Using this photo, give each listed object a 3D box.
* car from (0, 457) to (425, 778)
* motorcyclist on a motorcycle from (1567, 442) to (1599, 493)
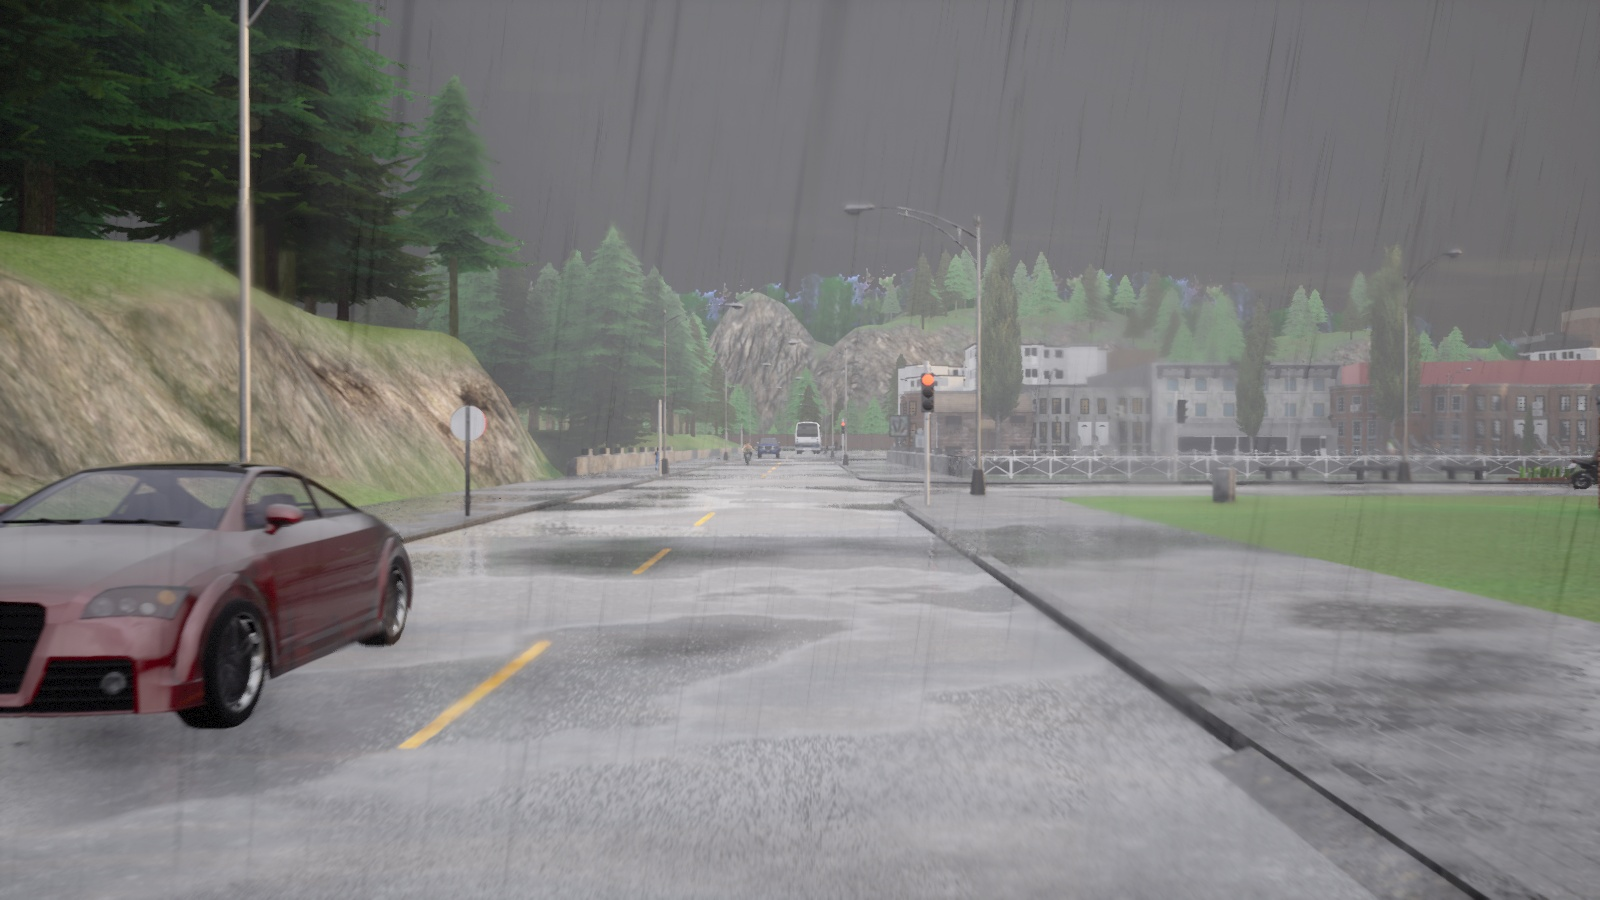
[{"bbox_3d":[-3.936,0.764,7.723,1.994,1.385,4.181,0,0,0],"label":"car"},{"bbox_3d":[24.717,0.532,38.395,2.044,1.523,0.797,0,0,0],"label":"motorcyclist on a motorcycle"}]
